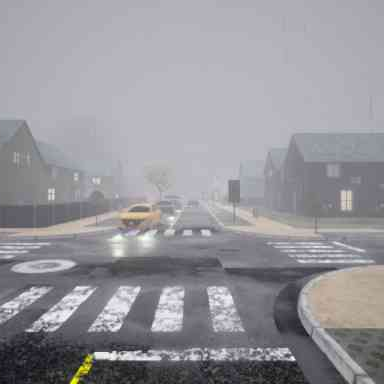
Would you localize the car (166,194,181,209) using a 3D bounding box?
[{"bbox_3d":[-2.736,1.347,47.120,2.150,2.045,5.566,0,-1,0],"label":"car"}]

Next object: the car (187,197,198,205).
[{"bbox_3d":[0.146,1.797,66.662,2.033,1.411,5.357,0,0,0],"label":"car"}]

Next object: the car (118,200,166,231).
[{"bbox_3d":[-3.168,1.508,21.072,1.882,1.535,5.008,0,0,5],"label":"car"}]

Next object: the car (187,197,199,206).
[{"bbox_3d":[0.180,1.744,56.683,1.994,1.385,4.181,0,0,1],"label":"car"}]

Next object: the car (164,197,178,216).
[{"bbox_3d":[-2.773,1.544,33.985,1.882,1.535,5.008,0,0,0],"label":"car"}]
